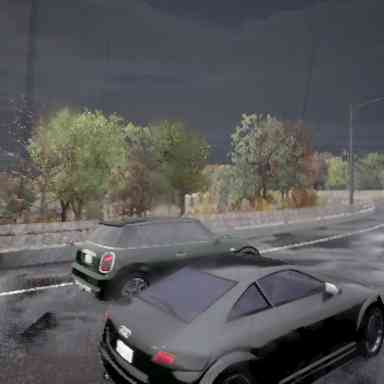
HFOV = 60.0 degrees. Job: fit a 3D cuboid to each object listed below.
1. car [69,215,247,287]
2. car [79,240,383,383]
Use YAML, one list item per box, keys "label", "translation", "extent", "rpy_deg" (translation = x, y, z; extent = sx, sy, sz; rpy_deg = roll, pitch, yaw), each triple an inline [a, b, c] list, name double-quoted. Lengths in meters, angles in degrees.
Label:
- label: "car"
  translation: [-0.410, 1.371, 7.989]
  extent: [4.553, 1.767, 2.097]
  rpy_deg: [0, 0, -38]
- label: "car"
  translation: [0.909, 1.578, 4.574]
  extent: [4.181, 1.385, 1.994]
  rpy_deg: [0, 0, -37]
